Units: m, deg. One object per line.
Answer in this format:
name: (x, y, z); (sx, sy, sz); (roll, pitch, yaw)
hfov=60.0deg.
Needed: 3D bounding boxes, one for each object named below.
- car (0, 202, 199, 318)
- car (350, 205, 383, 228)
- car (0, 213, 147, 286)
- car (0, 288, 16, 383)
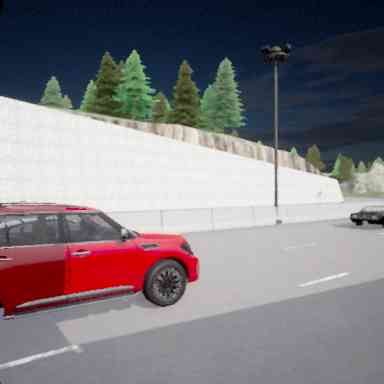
car: (-2.509, 1.215, 6.256); (5.566, 2.045, 2.150); (0, 0, -36)
car: (12.049, 1.500, 20.947); (4.718, 1.301, 1.895); (0, 0, -36)
car: (-3.909, 1.494, 9.556); (4.892, 1.490, 1.837); (0, 0, -36)
car: (-3.400, 1.611, 1.320); (4.718, 1.301, 1.895); (0, 0, -36)
